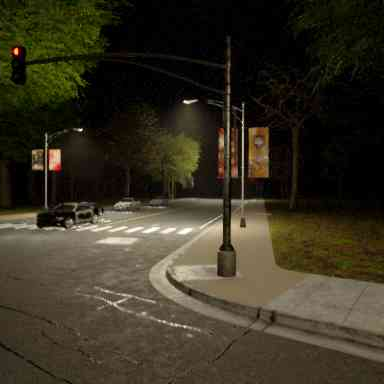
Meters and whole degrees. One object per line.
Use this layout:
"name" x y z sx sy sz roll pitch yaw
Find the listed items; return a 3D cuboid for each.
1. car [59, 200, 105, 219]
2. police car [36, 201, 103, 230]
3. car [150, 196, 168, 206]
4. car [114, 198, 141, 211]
"car" -9.439 1.480 28.921 1.994 1.385 4.181 0 0 13
"police car" -7.707 1.375 20.995 1.930 1.638 5.238 0 0 12
"car" -4.895 1.391 50.407 1.812 1.442 4.674 0 0 12
"car" -7.367 1.418 38.765 1.812 1.442 4.674 0 0 12
